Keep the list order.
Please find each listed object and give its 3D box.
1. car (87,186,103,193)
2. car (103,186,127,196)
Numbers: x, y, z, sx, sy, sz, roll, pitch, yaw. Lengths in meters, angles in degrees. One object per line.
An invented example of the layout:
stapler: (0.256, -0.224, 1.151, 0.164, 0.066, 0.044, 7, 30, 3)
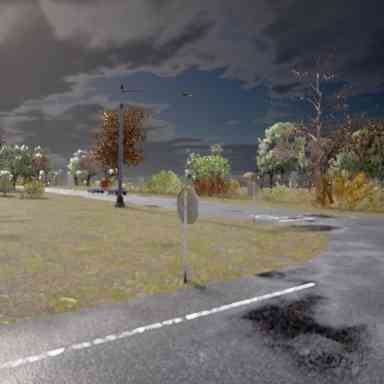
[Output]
car: (-17.431, -0.467, 59.991, 1.994, 1.385, 4.181, 0, 2, -36)
car: (-11.846, -0.217, 52.190, 1.837, 1.490, 4.892, 0, 2, -36)
